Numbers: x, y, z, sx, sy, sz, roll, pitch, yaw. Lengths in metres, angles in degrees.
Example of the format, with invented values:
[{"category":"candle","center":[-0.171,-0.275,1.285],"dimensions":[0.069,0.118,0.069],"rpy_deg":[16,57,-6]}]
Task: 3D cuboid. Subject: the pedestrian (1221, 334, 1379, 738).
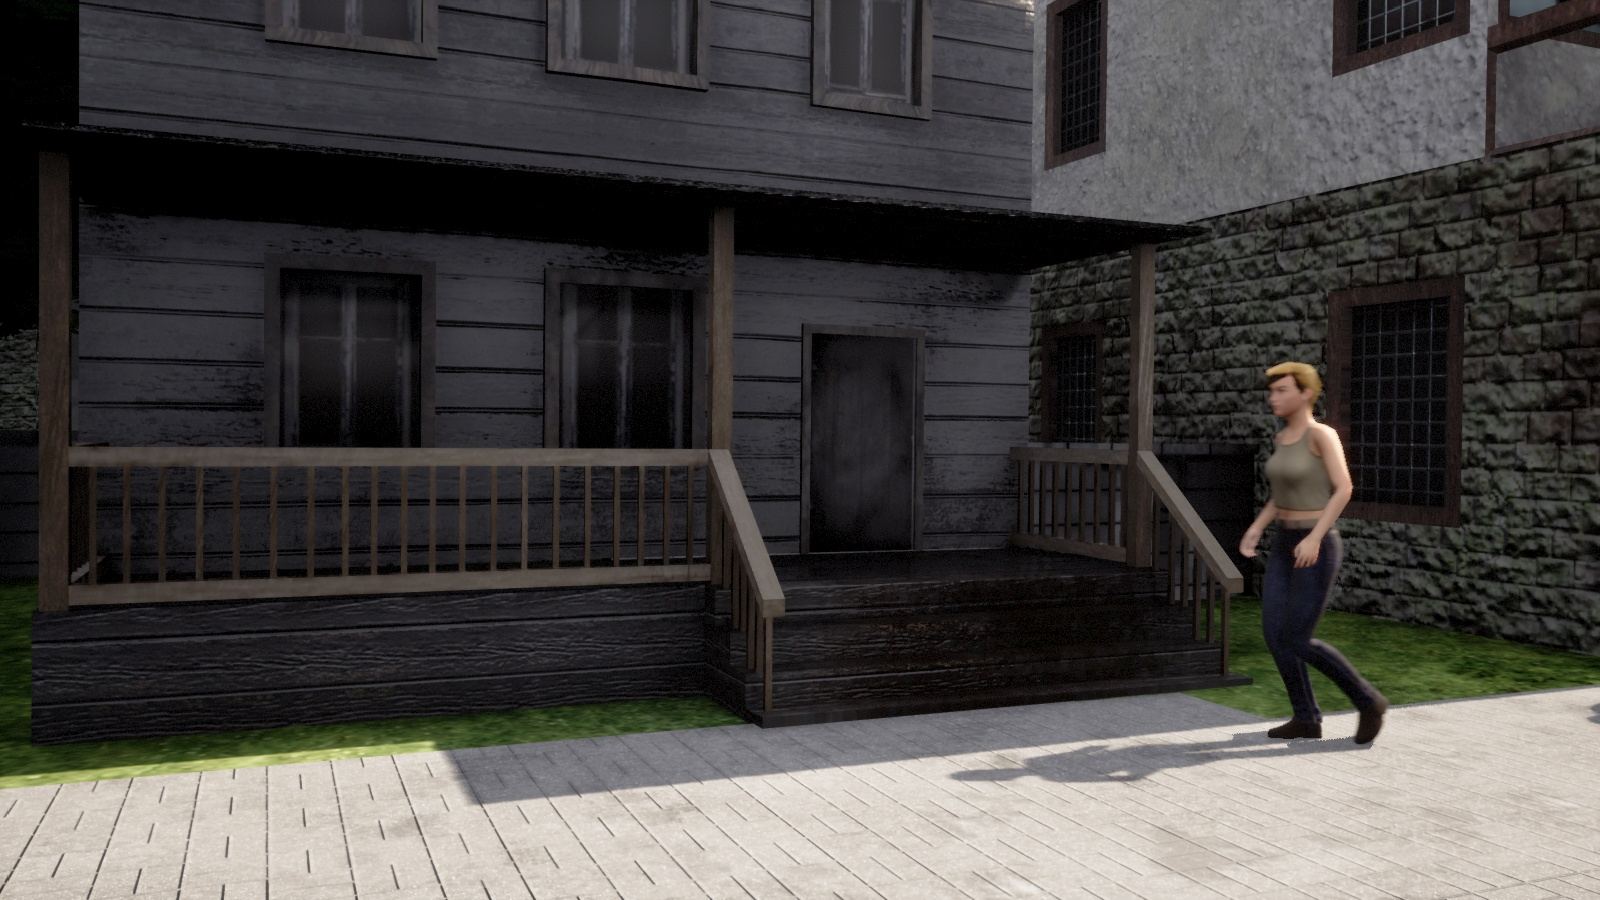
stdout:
[{"category":"pedestrian","center":[2.352,0.386,5.918],"dimensions":[0.594,1.836,0.345],"rpy_deg":[-1,1,-11]}]
